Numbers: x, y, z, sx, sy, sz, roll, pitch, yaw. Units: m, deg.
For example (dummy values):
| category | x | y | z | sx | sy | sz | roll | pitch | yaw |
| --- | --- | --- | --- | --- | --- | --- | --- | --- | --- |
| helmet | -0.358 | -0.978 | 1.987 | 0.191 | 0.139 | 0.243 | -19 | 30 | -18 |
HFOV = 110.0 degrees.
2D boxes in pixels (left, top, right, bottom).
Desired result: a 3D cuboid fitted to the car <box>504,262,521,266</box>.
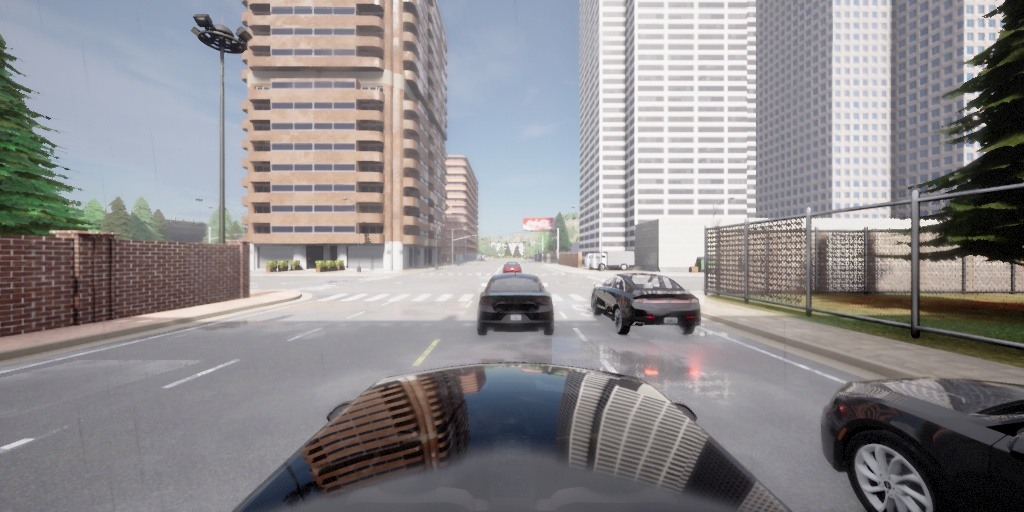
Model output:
| category | x | y | z | sx | sy | sz | roll | pitch | yaw |
| --- | --- | --- | --- | --- | --- | --- | --- | --- | --- |
| car | 0.022 | 1.312 | 39.750 | 1.994 | 1.385 | 4.181 | 0 | 0 | 0 |

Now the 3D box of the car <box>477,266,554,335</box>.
| category | x | y | z | sx | sy | sz | roll | pitch | yaw |
| --- | --- | --- | --- | --- | --- | --- | --- | --- | --- |
| car | 0.084 | 1.227 | 10.489 | 1.882 | 1.535 | 5.008 | 0 | 0 | 0 |

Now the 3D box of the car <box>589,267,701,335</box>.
| category | x | y | z | sx | sy | sz | roll | pitch | yaw |
| --- | --- | --- | --- | --- | --- | --- | --- | --- | --- |
| car | 3.606 | 1.241 | 10.489 | 2.128 | 1.511 | 4.902 | 0 | 0 | 1 |

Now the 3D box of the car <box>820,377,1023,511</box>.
| category | x | y | z | sx | sy | sz | roll | pitch | yaw |
| --- | --- | --- | --- | --- | --- | --- | --- | --- | --- |
| car | 3.607 | 1.255 | 1.097 | 1.837 | 1.490 | 4.892 | 0 | 0 | 0 |
